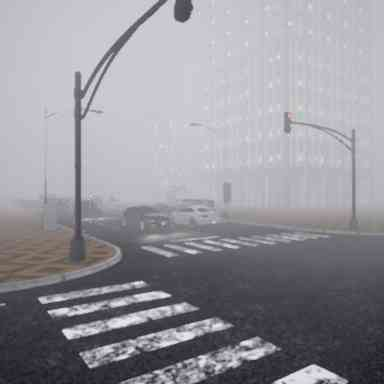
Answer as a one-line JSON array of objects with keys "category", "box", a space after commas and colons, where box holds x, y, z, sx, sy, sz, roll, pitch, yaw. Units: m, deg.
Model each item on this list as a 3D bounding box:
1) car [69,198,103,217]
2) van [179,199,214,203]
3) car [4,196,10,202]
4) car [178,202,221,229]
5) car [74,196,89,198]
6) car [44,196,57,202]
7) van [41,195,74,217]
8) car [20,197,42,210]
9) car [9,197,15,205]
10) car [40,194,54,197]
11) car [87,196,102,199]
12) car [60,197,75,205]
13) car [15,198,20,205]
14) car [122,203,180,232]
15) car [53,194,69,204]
[{"category": "car", "box": [-10.360, 1.640, 32.680, 1.812, 1.442, 4.674, 0, 0, -33]}, {"category": "van", "box": [0.253, 1.456, 27.247, 1.690, 1.788, 3.998, 0, 0, -33]}, {"category": "car", "box": [-43.247, 1.712, 78.215, 1.802, 1.307, 4.206, 0, 0, -33]}, {"category": "car", "box": [0.120, 1.636, 22.468, 1.812, 1.442, 4.674, 0, 0, -32]}, {"category": "car", "box": [-16.994, 1.649, 48.572, 1.812, 1.442, 4.674, 0, 0, -33]}, {"category": "car", "box": [-33.201, 1.687, 78.169, 2.008, 1.369, 4.403, 0, 0, -33]}, {"category": "van", "box": [-12.918, 1.453, 31.863, 1.690, 1.788, 3.998, 0, 0, -33]}, {"category": "car", "box": [-22.017, 1.684, 45.768, 1.947, 1.339, 4.313, 0, 0, -33]}, {"category": "car", "box": [-31.115, 1.706, 59.674, 1.802, 1.307, 4.206, 0, 0, -33]}, {"category": "car", "box": [-21.641, 1.329, 50.098, 2.150, 2.045, 5.566, 0, 0, -33]}, {"category": "car", "box": [-15.003, 1.441, 50.357, 2.192, 1.841, 5.009, 0, 0, -33]}, {"category": "car", "box": [-24.103, 1.697, 64.263, 1.947, 1.339, 4.313, 0, 0, -33]}, {"category": "car", "box": [-25.049, 1.671, 50.403, 2.008, 1.369, 4.403, 0, 0, -33]}, {"category": "car", "box": [-2.990, 1.612, 21.408, 1.837, 1.490, 4.892, 0, 0, -33]}, {"category": "car", "box": [-27.135, 1.448, 68.899, 2.192, 1.841, 5.009, 0, 0, -33]}]
